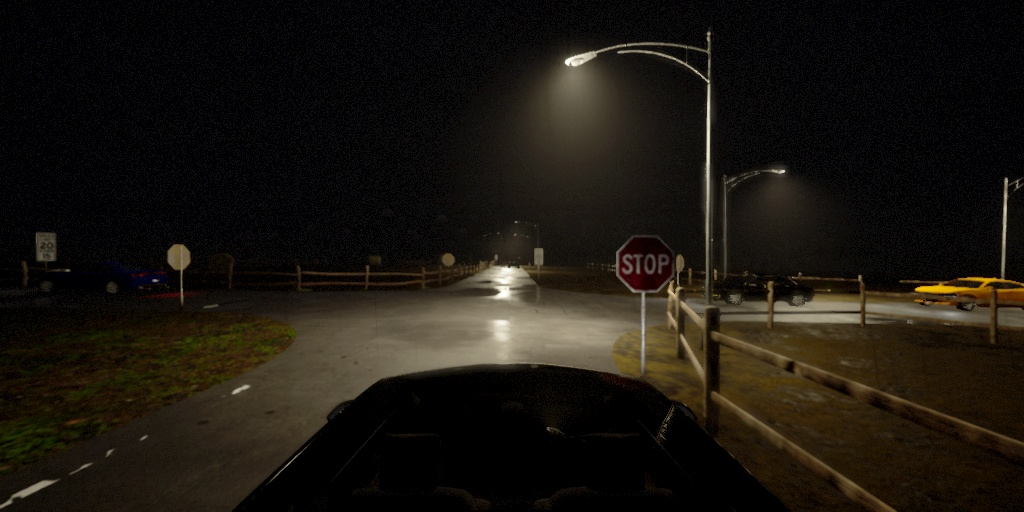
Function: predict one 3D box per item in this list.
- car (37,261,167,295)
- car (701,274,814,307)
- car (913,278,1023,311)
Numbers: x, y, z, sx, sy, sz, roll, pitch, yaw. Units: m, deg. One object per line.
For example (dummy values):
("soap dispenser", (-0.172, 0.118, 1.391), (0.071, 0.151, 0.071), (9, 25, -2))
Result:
("car", (-19.837, 1.004, 17.459), (5.008, 1.535, 1.882), (1, 0, 0))
("car", (11.943, 1.617, 17.613), (4.892, 1.490, 1.837), (2, 0, 2))
("car", (22.782, 1.823, 17.561), (5.008, 1.535, 1.882), (1, 0, 0))
